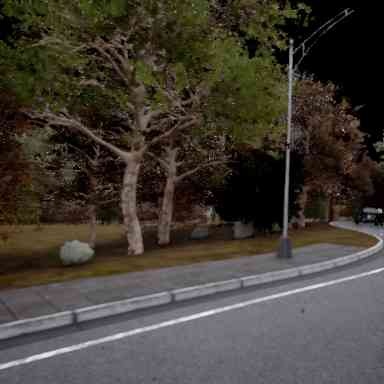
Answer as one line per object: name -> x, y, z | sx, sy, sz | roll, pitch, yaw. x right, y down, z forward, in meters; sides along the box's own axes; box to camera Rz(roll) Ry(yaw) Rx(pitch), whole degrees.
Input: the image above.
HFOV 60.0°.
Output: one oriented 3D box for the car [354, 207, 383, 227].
car -> 19.762, 2.690, 37.021 | 2.150, 2.045, 5.566 | 0, -3, 40
